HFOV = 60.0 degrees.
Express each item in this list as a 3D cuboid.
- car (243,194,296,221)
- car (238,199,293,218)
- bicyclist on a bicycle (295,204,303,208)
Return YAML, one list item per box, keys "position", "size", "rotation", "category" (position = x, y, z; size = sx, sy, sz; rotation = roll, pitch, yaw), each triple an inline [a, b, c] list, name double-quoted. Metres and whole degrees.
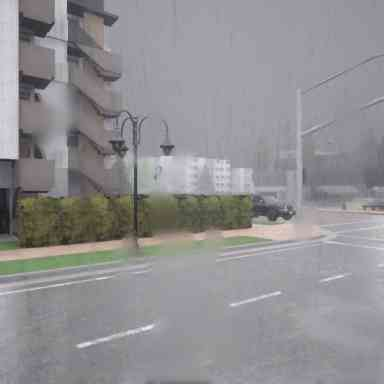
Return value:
- position: [5.776, 1.222, 27.326]
  size: [2.150, 2.045, 5.566]
  rotation: [0, 0, -38]
  category: "car"
- position: [6.882, 1.478, 31.644]
  size: [1.882, 1.535, 5.008]
  rotation: [0, 0, -37]
  category: "car"
- position: [13.423, 1.301, 41.677]
  size: [1.656, 1.620, 0.582]
  rotation: [0, 0, -39]
  category: "bicyclist on a bicycle"
